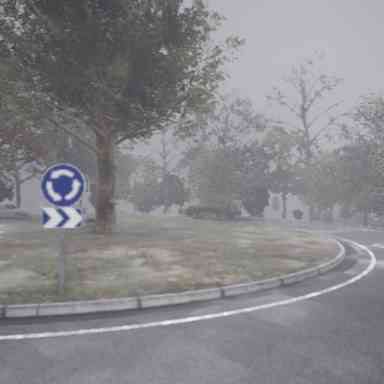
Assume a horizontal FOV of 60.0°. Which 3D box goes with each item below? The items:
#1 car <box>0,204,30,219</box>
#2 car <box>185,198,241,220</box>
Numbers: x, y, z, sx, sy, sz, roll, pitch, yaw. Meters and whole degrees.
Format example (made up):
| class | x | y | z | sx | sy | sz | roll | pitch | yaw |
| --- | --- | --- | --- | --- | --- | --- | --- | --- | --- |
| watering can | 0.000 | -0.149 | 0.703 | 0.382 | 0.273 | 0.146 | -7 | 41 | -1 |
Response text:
| class | x | y | z | sx | sy | sz | roll | pitch | yaw |
| --- | --- | --- | --- | --- | --- | --- | --- | --- | --- |
| car | -17.220 | 1.750 | 29.591 | 1.895 | 1.301 | 4.718 | 0 | -1 | 45 |
| car | 2.089 | 1.636 | 33.011 | 5.566 | 2.045 | 2.150 | 0 | -2 | 29 |
